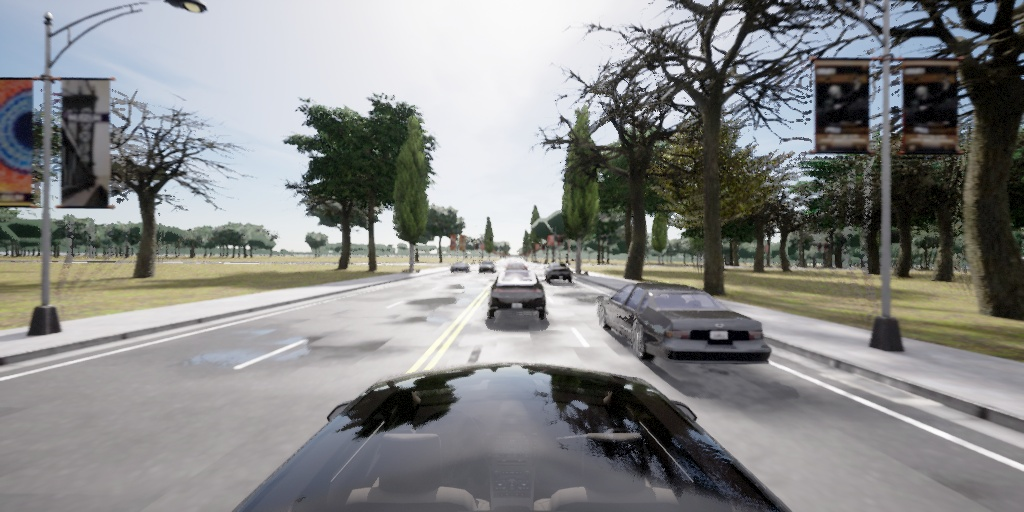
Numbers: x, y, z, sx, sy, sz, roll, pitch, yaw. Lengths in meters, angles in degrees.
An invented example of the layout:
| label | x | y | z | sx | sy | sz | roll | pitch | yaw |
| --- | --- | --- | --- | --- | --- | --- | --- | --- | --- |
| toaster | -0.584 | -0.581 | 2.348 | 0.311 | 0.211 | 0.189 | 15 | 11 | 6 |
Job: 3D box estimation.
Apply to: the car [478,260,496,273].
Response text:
| label | x | y | z | sx | sy | sz | roll | pitch | yaw |
| --- | --- | --- | --- | --- | --- | --- | --- | --- | --- |
| car | -2.955 | 1.297 | 43.120 | 1.837 | 1.490 | 4.892 | 0 | 0 | 1 |

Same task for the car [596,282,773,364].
| label | x | y | z | sx | sy | sz | roll | pitch | yaw |
| --- | --- | --- | --- | --- | --- | --- | --- | --- | --- |
| car | 3.362 | 1.316 | 8.266 | 2.033 | 1.411 | 5.357 | 0 | 0 | 1 |

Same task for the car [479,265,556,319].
| label | x | y | z | sx | sy | sz | roll | pitch | yaw |
| --- | --- | --- | --- | --- | --- | --- | --- | --- | --- |
| car | 0.177 | 1.248 | 12.966 | 2.128 | 1.511 | 4.902 | 0 | 0 | 1 |

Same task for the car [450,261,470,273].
| label | x | y | z | sx | sy | sz | roll | pitch | yaw |
| --- | --- | --- | --- | --- | --- | --- | --- | --- | --- |
| car | -6.201 | 1.341 | 43.434 | 1.994 | 1.385 | 4.181 | 0 | 0 | 1 |

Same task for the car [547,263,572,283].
| label | x | y | z | sx | sy | sz | roll | pitch | yaw |
| --- | --- | --- | --- | --- | --- | --- | --- | --- | --- |
| car | 3.577 | 1.301 | 28.451 | 1.837 | 1.490 | 4.892 | 0 | 0 | 1 |

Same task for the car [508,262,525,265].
| label | x | y | z | sx | sy | sz | roll | pitch | yaw |
| --- | --- | --- | --- | --- | --- | --- | --- | --- | --- |
| car | 0.343 | 1.260 | 29.786 | 1.882 | 1.535 | 5.008 | 0 | 0 | 1 |
